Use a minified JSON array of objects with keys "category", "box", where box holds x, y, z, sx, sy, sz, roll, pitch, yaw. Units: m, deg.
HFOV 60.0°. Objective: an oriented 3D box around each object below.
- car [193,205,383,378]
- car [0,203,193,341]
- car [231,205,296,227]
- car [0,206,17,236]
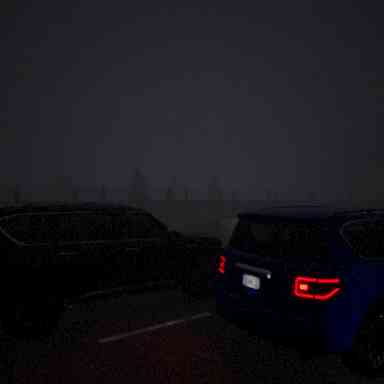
[{"category":"car","box":[2.946,1.274,5.850,5.566,2.045,2.150,1,0,-35]},{"category":"car","box":[-1.767,1.243,6.787,5.566,2.045,2.150,1,0,-36]},{"category":"car","box":[5.325,1.696,24.448,4.674,1.442,1.812,1,0,-31]},{"category":"car","box":[-11.740,1.527,17.095,4.674,1.442,1.812,1,0,-35]}]
